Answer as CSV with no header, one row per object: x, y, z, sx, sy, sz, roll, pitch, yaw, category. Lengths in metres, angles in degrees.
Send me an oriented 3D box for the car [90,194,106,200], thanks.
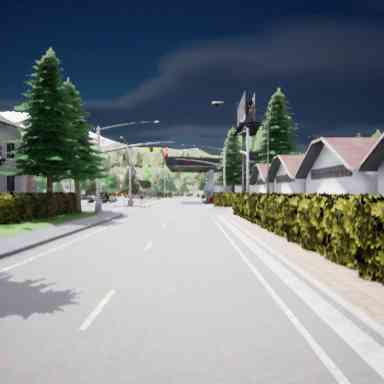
-24.043,1.285,85.183,3.633,1.501,1.845,0,0,-1,car

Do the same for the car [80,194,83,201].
-24.026,1.262,75.190,4.514,1.523,2.007,0,0,-1,car

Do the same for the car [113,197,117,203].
-16.184,1.324,62.818,3.806,1.475,1.970,0,0,-1,car

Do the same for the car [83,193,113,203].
-16.776,1.039,59.490,3.866,1.878,1.905,0,0,-1,car
